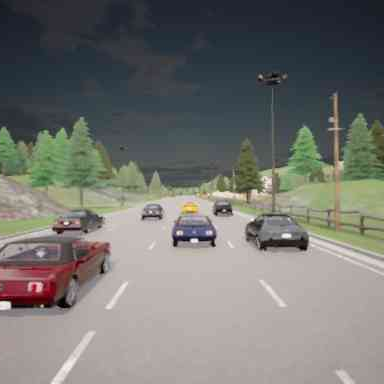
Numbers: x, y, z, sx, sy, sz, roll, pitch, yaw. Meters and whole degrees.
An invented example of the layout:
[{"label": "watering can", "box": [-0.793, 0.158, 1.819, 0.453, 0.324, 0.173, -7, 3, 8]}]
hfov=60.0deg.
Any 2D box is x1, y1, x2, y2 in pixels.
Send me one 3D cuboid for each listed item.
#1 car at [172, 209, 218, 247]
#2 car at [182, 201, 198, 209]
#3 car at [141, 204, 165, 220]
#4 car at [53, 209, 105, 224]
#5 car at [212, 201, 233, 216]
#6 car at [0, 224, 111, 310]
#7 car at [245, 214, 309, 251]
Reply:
[{"label": "car", "box": [0.071, 1.734, 15.919, 1.895, 1.301, 4.718, -1, 0, -1]}, {"label": "car", "box": [-0.239, 1.818, 40.488, 1.882, 1.535, 5.008, -1, 0, -1]}, {"label": "car", "box": [-3.630, 1.849, 31.543, 2.033, 1.411, 5.357, -1, 0, -1]}, {"label": "car", "box": [-7.002, 1.796, 20.984, 2.033, 1.411, 5.357, -1, 0, -1]}, {"label": "car", "box": [3.309, 1.750, 36.681, 1.882, 1.535, 5.008, -1, 0, -1]}, {"label": "car", "box": [-3.320, 1.704, 7.991, 1.895, 1.301, 4.718, -1, 0, -1]}, {"label": "car", "box": [3.575, 1.651, 14.650, 1.994, 1.385, 4.181, -1, 0, -1]}]
